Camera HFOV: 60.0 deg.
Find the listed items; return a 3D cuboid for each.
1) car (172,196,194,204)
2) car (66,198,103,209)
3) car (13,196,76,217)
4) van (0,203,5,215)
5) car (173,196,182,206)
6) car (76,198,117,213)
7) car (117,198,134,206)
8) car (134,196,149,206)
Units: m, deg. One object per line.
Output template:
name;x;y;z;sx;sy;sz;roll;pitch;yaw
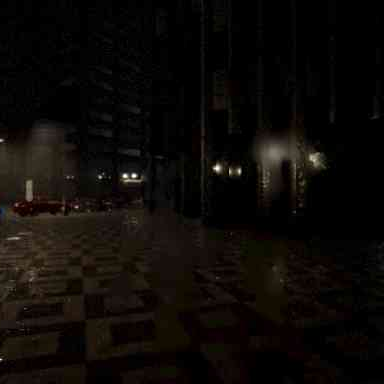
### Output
car;-1.597;1.480;63.320;2.008;1.369;4.403;0;0;34
car;-14.353;1.490;44.717;1.887;1.381;4.507;0;0;34
car;-13.715;1.285;30.571;2.192;1.841;5.009;0;0;34
van;-16.905;1.312;25.918;1.690;1.788;3.998;0;0;34
car;-0.957;1.397;49.177;1.967;1.590;4.097;0;0;34
car;-10.525;1.532;35.223;1.947;1.339;4.313;0;0;34
car;-11.164;1.524;49.368;1.802;1.307;4.206;0;0;34
car;-7.975;1.379;54.019;1.967;1.590;4.097;0;0;34
